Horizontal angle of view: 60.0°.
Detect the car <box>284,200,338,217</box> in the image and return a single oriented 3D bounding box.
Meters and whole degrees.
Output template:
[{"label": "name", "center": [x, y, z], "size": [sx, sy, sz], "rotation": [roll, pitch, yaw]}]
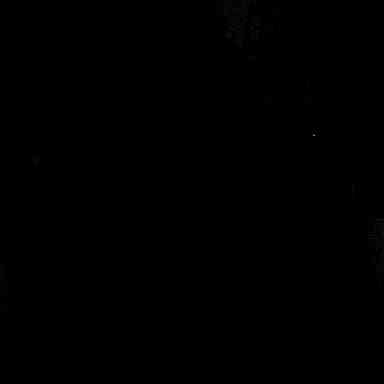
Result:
[{"label": "car", "center": [10.911, 1.505, 30.729], "size": [1.882, 1.535, 5.008], "rotation": [1, 0, -36]}]
